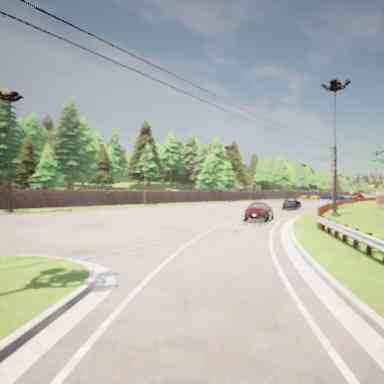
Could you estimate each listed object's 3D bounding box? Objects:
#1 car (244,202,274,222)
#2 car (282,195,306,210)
[{"bbox_3d":[5.414,1.551,26.752,1.812,1.442,4.674,0,0,20],"label":"car"},{"bbox_3d":[13.365,1.549,44.418,2.128,1.511,4.902,0,0,26],"label":"car"}]
